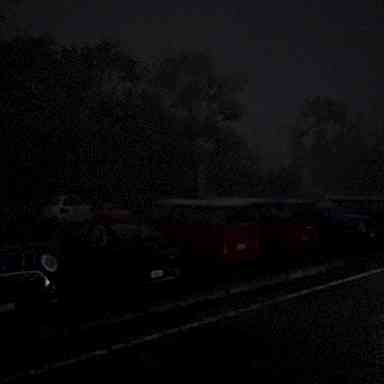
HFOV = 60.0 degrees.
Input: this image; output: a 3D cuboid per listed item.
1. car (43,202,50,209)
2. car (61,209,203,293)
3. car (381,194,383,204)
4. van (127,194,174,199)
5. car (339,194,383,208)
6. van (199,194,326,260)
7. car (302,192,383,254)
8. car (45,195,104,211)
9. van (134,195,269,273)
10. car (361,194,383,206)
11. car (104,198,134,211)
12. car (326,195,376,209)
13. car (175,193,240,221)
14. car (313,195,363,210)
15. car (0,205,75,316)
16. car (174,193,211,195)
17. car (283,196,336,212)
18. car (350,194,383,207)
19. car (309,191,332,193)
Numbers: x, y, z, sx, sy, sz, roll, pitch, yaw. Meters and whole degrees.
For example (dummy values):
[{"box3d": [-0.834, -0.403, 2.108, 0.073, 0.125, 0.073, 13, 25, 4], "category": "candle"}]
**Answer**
[{"box3d": [-10.134, 1.496, 19.345, 2.163, 1.488, 4.792, 0, 0, -36], "category": "car"}, {"box3d": [-2.142, 1.464, 9.008, 2.231, 1.521, 4.892, 0, 0, -36], "category": "car"}, {"box3d": [30.490, 0.983, 48.436, 2.163, 1.488, 4.792, -1, 1, -36], "category": "car"}, {"box3d": [-3.451, 1.196, 24.310, 1.878, 1.987, 4.442, 0, 0, -36], "category": "van"}, {"box3d": [21.444, 1.101, 42.001, 2.231, 1.521, 4.892, -1, 1, -36], "category": "car"}, {"box3d": [2.344, 1.207, 12.372, 1.878, 1.987, 4.442, 0, 0, -36], "category": "van"}, {"box3d": [4.708, 1.167, 13.887, 2.435, 2.045, 5.566, 0, 0, -36], "category": "car"}, {"box3d": [-7.912, 1.200, 21.007, 2.435, 2.045, 5.566, 0, 0, -36], "category": "car"}, {"box3d": [0.065, 1.222, 10.740, 1.878, 1.987, 4.442, 0, 0, -36], "category": "van"}, {"box3d": [26.068, 1.024, 45.076, 1.946, 1.575, 5.366, -1, 1, -36], "category": "car"}, {"box3d": [-5.746, 1.434, 22.752, 1.946, 1.575, 5.366, 0, 0, -36], "category": "car"}, {"box3d": [19.188, 1.136, 40.384, 2.097, 1.535, 5.008, -1, 1, -36], "category": "car"}, {"box3d": [1.148, 1.136, 27.425, 2.435, 2.045, 5.566, -1, 0, -36], "category": "car"}, {"box3d": [16.931, 1.173, 38.768, 2.097, 1.535, 5.008, -1, 1, -36], "category": "car"}, {"box3d": [-4.443, 1.352, 7.407, 2.185, 1.767, 4.553, 0, 0, -36], "category": "car"}, {"box3d": [-1.142, 1.156, 25.855, 2.435, 2.045, 5.566, 0, 0, -36], "category": "car"}, {"box3d": [12.425, 1.247, 35.528, 2.231, 1.521, 4.892, -1, 1, -36], "category": "car"}, {"box3d": [23.687, 1.093, 43.635, 2.163, 1.488, 4.792, -1, 1, -36], "category": "car"}, {"box3d": [14.691, 0.958, 37.123, 2.435, 2.045, 5.566, -1, 1, -36], "category": "car"}]
